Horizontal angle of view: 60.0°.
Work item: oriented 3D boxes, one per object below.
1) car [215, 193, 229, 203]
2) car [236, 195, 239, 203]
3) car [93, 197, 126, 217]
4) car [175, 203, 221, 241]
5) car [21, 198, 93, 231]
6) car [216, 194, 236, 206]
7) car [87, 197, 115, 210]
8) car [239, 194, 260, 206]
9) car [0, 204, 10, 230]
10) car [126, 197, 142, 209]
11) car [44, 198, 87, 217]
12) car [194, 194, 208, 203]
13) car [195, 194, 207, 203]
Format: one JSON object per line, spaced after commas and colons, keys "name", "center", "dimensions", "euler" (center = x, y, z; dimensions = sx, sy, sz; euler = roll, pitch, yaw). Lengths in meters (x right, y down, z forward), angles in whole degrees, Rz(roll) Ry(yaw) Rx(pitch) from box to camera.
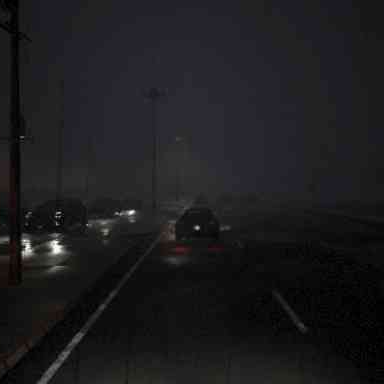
{"name": "car", "center": [5.036, 1.003, 57.027], "dimensions": [2.128, 1.511, 4.902], "euler": [0, 0, 1]}
{"name": "car", "center": [8.535, 1.079, 56.915], "dimensions": [1.994, 1.385, 4.181], "euler": [0, 0, 1]}
{"name": "car", "center": [-7.342, 1.225, 28.289], "dimensions": [1.882, 1.535, 5.008], "euler": [0, 0, 2]}
{"name": "car", "center": [0.276, 1.427, 15.749], "dimensions": [1.994, 1.385, 4.181], "euler": [0, 0, 2]}
{"name": "car", "center": [-7.682, 1.177, 19.246], "dimensions": [2.097, 1.767, 4.553], "euler": [0, 0, 2]}
{"name": "car", "center": [4.725, 1.106, 46.599], "dimensions": [1.837, 1.490, 4.892], "euler": [0, 0, 2]}
{"name": "car", "center": [-10.524, 1.255, 38.738], "dimensions": [1.895, 1.301, 4.718], "euler": [0, 0, 2]}
{"name": "car", "center": [8.221, 1.083, 46.426], "dimensions": [1.882, 1.535, 5.008], "euler": [0, 0, 2]}
{"name": "car", "center": [-11.162, 1.419, 19.684], "dimensions": [1.895, 1.301, 4.718], "euler": [0, 0, 2]}
{"name": "car", "center": [-7.033, 1.261, 38.374], "dimensions": [1.895, 1.301, 4.718], "euler": [0, 0, 2]}
{"name": "car", "center": [-10.828, 1.265, 28.803], "dimensions": [1.812, 1.442, 4.674], "euler": [0, 0, 2]}
{"name": "car", "center": [1.224, 1.145, 46.625], "dimensions": [2.033, 1.411, 5.357], "euler": [0, 0, 2]}
{"name": "car", "center": [1.537, 1.071, 57.102], "dimensions": [1.994, 1.385, 4.181], "euler": [0, 0, 1]}
